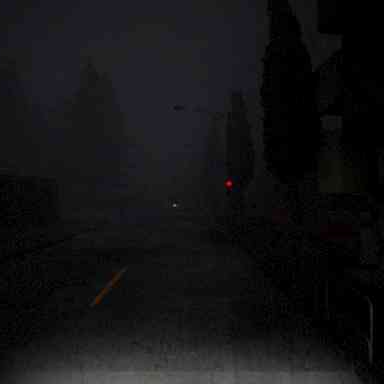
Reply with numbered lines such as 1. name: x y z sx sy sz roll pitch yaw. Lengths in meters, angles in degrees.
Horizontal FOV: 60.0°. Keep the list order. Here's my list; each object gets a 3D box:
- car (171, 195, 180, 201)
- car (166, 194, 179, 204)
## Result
1. car: -3.962 1.474 81.620 1.895 1.301 4.718 0 0 0
2. car: -3.990 1.615 66.050 1.895 1.301 4.718 0 -1 0
